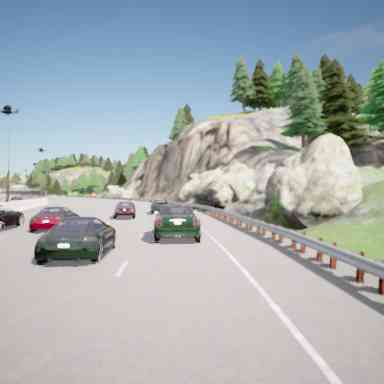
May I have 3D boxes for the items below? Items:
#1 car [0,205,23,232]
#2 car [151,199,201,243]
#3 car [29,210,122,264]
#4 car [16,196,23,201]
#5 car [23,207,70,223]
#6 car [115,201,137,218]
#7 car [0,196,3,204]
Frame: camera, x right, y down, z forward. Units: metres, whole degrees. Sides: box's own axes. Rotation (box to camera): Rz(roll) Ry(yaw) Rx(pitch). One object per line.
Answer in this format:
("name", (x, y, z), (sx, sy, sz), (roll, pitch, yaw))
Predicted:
("car", (-11.675, 1.498, 19.758), (2.128, 1.511, 4.902), (0, 0, -6))
("car", (-0.790, 1.340, 16.361), (2.097, 1.767, 4.553), (0, 0, -5))
("car", (-3.941, 1.562, 11.889), (1.994, 1.385, 4.181), (0, 0, -4))
("car", (-34.237, 1.534, 65.495), (2.128, 1.511, 4.902), (0, 0, -22))
("car", (-8.203, 1.564, 20.124), (1.994, 1.385, 4.181), (0, 0, -6))
("car", (-5.981, 1.535, 29.914), (2.033, 1.411, 5.357), (0, 0, -9))
("car", (-36.420, 1.521, 61.594), (1.837, 1.490, 4.892), (0, 0, -22))
